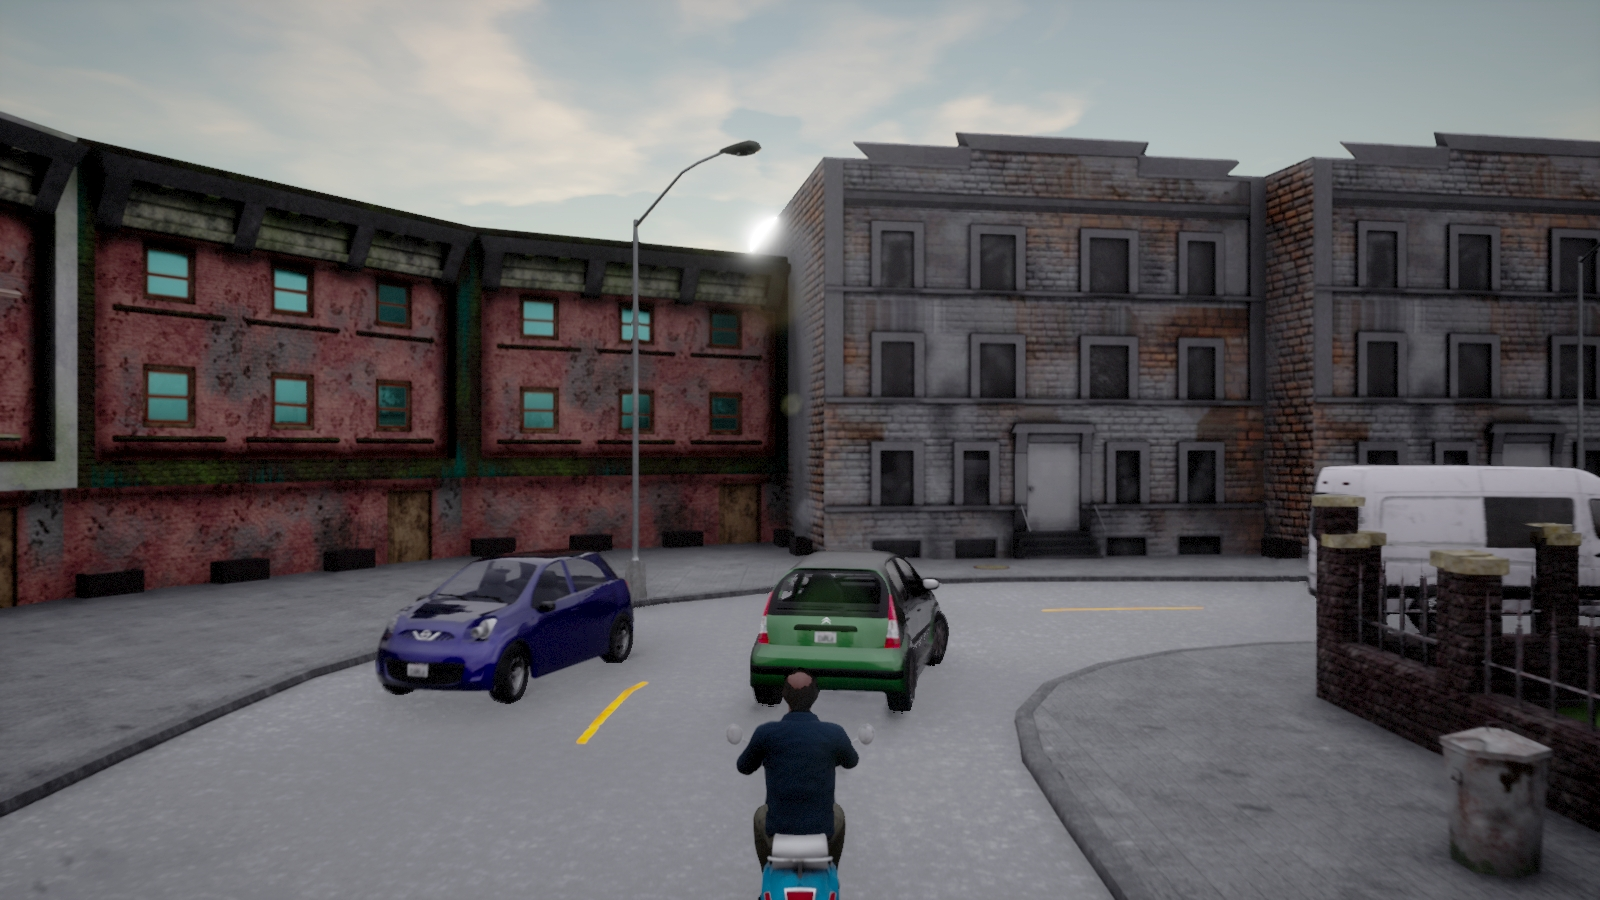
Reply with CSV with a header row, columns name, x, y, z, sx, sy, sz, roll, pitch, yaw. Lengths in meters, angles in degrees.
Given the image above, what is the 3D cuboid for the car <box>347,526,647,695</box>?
name,x,y,z,sx,sy,sz,roll,pitch,yaw
car,-3.525,1.820,13.981,1.845,1.501,3.633,0,0,19

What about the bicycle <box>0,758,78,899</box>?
name,x,y,z,sx,sy,sz,roll,pitch,yaw
bicycle,-3.925,2.037,4.780,0.859,1.080,1.487,0,1,0

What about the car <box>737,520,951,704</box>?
name,x,y,z,sx,sy,sz,roll,pitch,yaw
car,0.693,1.781,13.801,1.851,1.617,3.988,0,0,13

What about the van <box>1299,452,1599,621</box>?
name,x,y,z,sx,sy,sz,roll,pitch,yaw
van,11.436,1.315,18.420,5.915,2.561,1.988,0,0,-1
